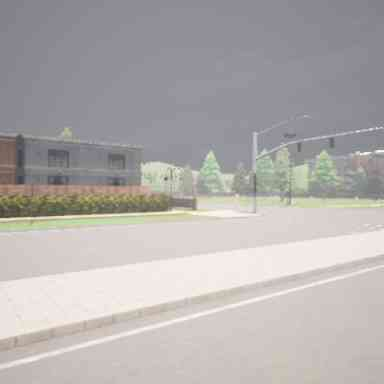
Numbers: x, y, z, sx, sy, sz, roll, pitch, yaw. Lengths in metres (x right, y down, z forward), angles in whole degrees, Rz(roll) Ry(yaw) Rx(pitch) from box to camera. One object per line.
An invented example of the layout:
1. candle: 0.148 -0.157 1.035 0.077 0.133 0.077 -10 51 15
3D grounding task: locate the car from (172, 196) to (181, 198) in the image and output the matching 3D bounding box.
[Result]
1. car: -3.481 1.577 72.457 1.837 1.490 4.892 0 0 -36
